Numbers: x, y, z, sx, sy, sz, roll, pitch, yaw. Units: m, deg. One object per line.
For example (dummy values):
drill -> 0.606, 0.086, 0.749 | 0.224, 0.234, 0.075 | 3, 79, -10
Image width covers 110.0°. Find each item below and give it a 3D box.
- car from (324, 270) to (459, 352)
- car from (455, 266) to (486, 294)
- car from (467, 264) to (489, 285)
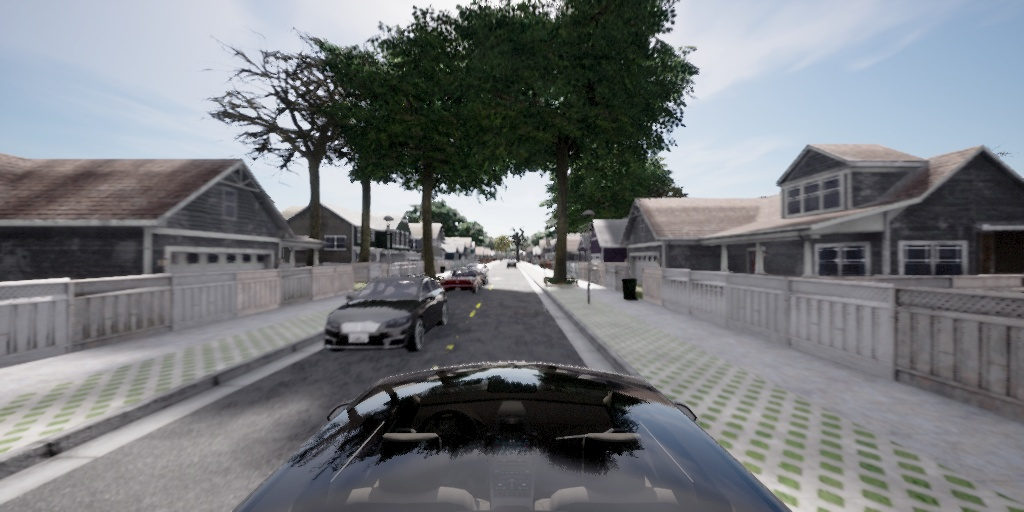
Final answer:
car -> -2.850, 1.273, 9.108 | 2.128, 1.511, 4.902 | 0, 0, 0
car -> -2.828, 1.428, 20.902 | 1.895, 1.301, 4.718 | 0, 0, 0
car -> -2.772, 1.361, 27.589 | 2.128, 1.511, 4.902 | 0, 0, 0
